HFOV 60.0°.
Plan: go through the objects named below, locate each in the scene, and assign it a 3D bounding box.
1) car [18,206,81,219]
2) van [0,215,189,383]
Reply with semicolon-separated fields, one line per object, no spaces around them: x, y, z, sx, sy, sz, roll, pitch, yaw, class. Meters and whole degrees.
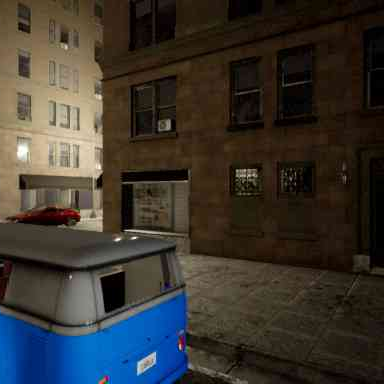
-9.249;1.601;20.887;1.812;1.442;4.674;0;0;35;car
-1.966;1.341;4.085;3.998;1.788;1.690;0;0;33;van
